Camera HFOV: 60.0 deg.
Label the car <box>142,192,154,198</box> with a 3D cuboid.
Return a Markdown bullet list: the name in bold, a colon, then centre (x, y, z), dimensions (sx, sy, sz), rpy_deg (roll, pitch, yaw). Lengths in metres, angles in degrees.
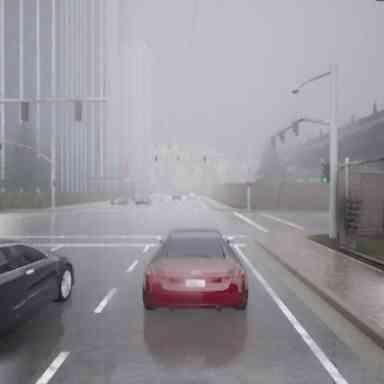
- **car**: centre (-10.520, 0.730, 79.711), dimensions (2.033, 1.411, 5.357), rpy_deg (0, 0, 0)

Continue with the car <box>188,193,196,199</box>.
- **car**: centre (-0.021, 0.909, 84.719), dimensions (1.837, 1.490, 4.892), rpy_deg (0, 0, 0)

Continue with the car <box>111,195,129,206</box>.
- **car**: centre (-10.597, 1.229, 48.910), dimensions (2.128, 1.511, 4.902), rpy_deg (0, 0, 0)

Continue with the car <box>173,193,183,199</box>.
- **car**: centre (-3.521, 0.934, 84.719), dimensions (2.128, 1.511, 4.902), rpy_deg (0, 0, 0)

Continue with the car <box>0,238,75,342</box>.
- **car**: centre (-3.443, 1.476, 5.249), dimensions (1.837, 1.490, 4.892), rpy_deg (0, 0, 0)

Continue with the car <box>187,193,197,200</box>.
- **car**: centre (-0.018, 1.121, 74.611), dimensions (1.812, 1.442, 4.674), rpy_deg (0, 0, 0)

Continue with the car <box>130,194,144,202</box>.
- **car**: centre (-10.547, 1.159, 64.328), dimensions (1.837, 1.490, 4.892), rpy_deg (0, 1, 1)

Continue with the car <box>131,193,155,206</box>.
- **car**: centre (-7.099, 1.287, 48.808), dimensions (2.033, 1.411, 5.357), rpy_deg (0, 0, 0)

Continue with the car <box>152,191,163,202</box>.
- **car**: centre (-7.039, 0.872, 65.374), dimensions (2.150, 2.045, 5.566), rpy_deg (0, 0, 0)

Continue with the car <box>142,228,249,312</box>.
- **car**: centre (0.070, 1.522, 7.707), dimensions (1.994, 1.385, 4.181), rpy_deg (0, 0, 0)

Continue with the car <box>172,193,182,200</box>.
- **car**: centre (-3.518, 1.099, 74.295), dimensions (1.837, 1.490, 4.892), rpy_deg (0, 0, 0)
